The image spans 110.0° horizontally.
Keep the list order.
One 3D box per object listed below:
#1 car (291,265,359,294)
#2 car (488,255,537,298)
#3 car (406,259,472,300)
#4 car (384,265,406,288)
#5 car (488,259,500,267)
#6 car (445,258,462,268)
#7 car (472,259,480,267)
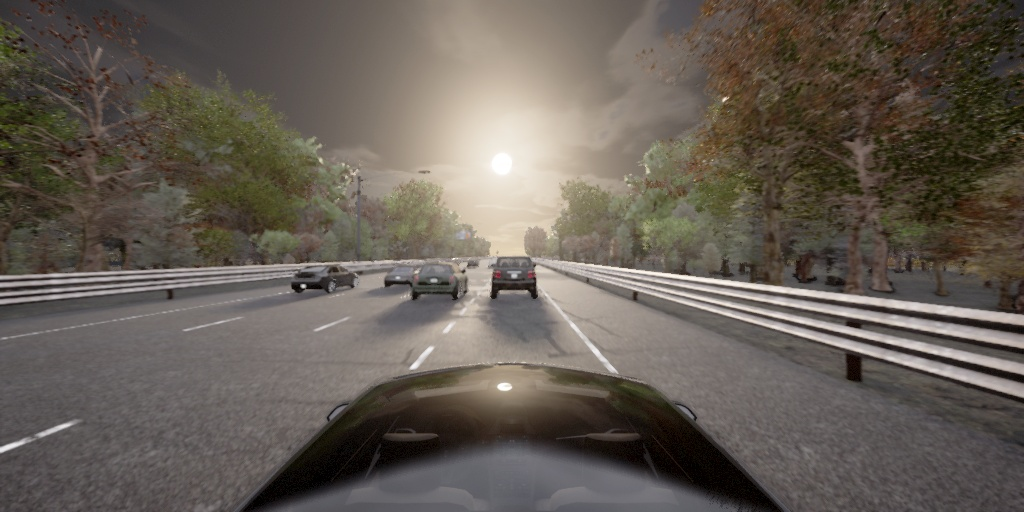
[{"bbox_3d":[-10.396,1.240,20.305,1.837,1.490,4.892,0,0,0],"label":"car"},{"bbox_3d":[0.103,0.958,18.535,2.150,2.045,5.566,0,0,0],"label":"car"},{"bbox_3d":[-3.401,1.087,17.754,2.097,1.767,4.553,0,0,0],"label":"car"},{"bbox_3d":[-6.888,1.295,23.683,1.994,1.385,4.181,0,0,0],"label":"car"},{"bbox_3d":[-3.164,1.231,63.642,1.812,1.442,4.674,0,0,0],"label":"car"},{"bbox_3d":[-10.169,1.199,62.542,2.128,1.511,4.902,0,0,0],"label":"car"},{"bbox_3d":[-6.669,1.213,62.582,1.837,1.490,4.892,0,1,0],"label":"car"}]
